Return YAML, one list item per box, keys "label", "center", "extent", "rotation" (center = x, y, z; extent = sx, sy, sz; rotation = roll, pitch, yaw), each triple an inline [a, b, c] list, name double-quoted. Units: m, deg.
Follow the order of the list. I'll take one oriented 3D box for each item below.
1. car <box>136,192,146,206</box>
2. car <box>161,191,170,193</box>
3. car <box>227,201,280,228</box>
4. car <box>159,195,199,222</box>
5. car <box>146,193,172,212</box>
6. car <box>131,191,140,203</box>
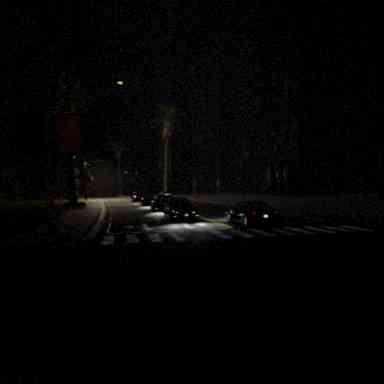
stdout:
- label: "car"
  center: [-5.431, 1.031, 41.755]
  extent: [1.994, 1.385, 4.181]
  rotation: [-1, 1, -15]
- label: "car"
  center: [-5.153, 0.617, 63.038]
  extent: [2.128, 1.511, 4.902]
  rotation: [-1, 1, -19]
- label: "car"
  center: [3.468, 1.225, 19.516]
  extent: [1.994, 1.385, 4.181]
  rotation: [-1, 1, -12]
- label: "car"
  center: [-0.887, 1.181, 23.283]
  extent: [1.837, 1.490, 4.892]
  rotation: [-1, 1, -13]
- label: "car"
  center: [-2.981, 1.138, 32.249]
  extent: [1.994, 1.385, 4.181]
  rotation: [-1, 1, -14]
- label: "car"
  center: [-8.284, 0.710, 51.500]
  extent: [2.097, 1.767, 4.553]
  rotation: [-1, 1, -16]
